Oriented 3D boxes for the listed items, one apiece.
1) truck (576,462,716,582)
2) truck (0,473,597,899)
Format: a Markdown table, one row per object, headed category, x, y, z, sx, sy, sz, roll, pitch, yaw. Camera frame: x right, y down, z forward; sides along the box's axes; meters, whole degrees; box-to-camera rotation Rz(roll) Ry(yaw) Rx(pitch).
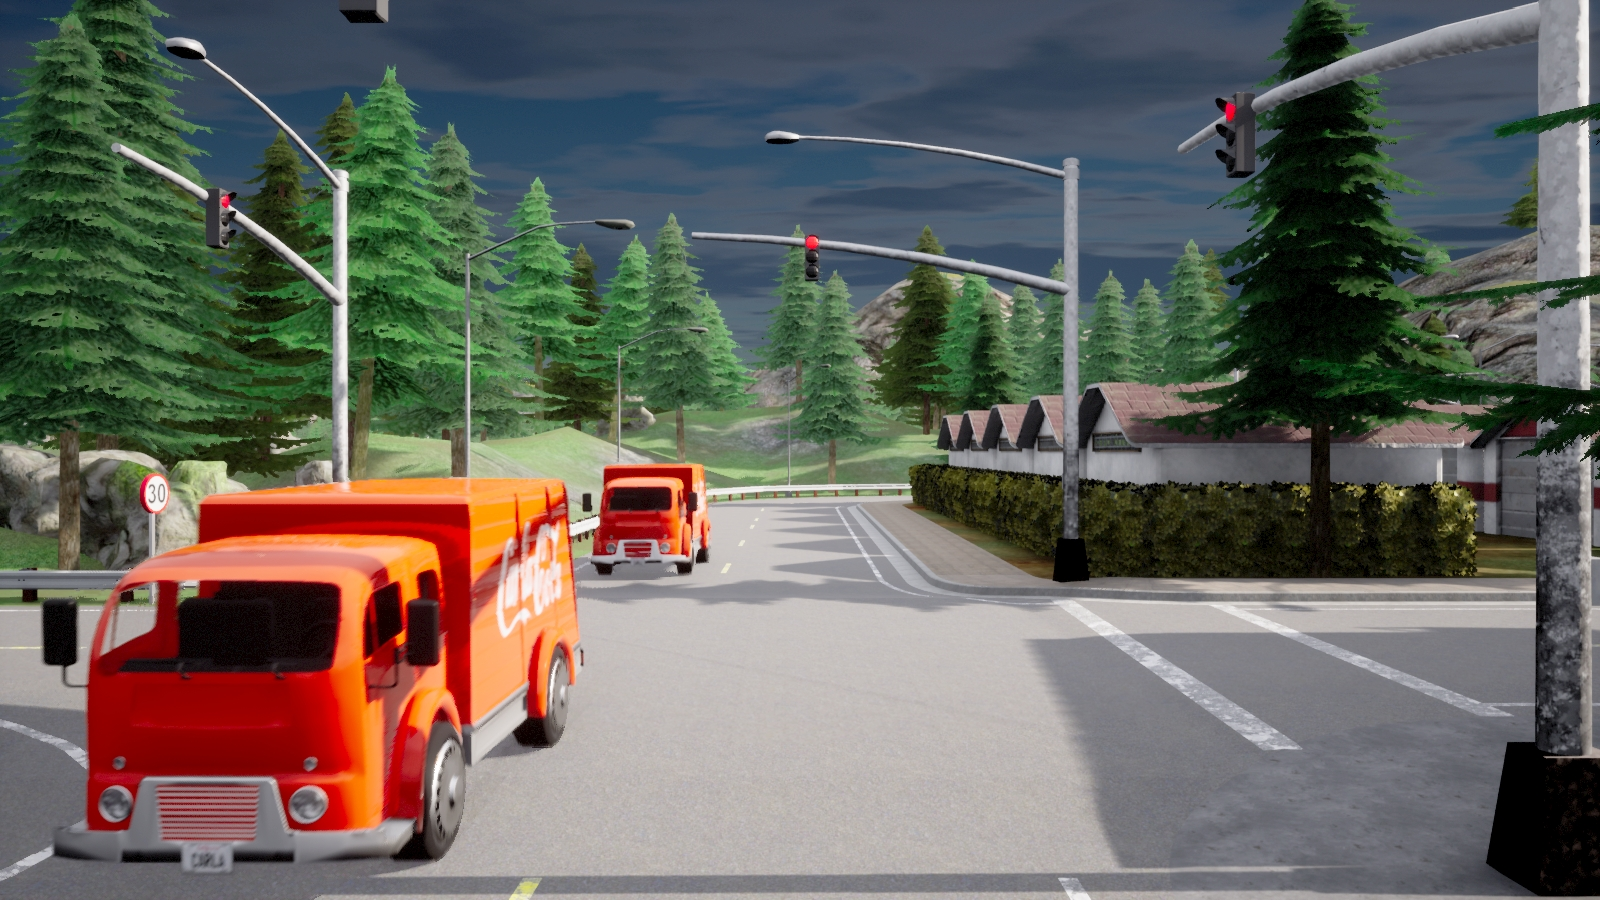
| category | x | y | z | sx | sy | sz | roll | pitch | yaw |
| --- | --- | --- | --- | --- | --- | --- | --- | --- | --- |
| truck | -3.480 | 1.560 | 26.991 | 2.627 | 2.467 | 5.204 | 0 | 0 | 0 |
| truck | -3.482 | 1.533 | 9.381 | 2.627 | 2.467 | 5.204 | 0 | 1 | 1 |
